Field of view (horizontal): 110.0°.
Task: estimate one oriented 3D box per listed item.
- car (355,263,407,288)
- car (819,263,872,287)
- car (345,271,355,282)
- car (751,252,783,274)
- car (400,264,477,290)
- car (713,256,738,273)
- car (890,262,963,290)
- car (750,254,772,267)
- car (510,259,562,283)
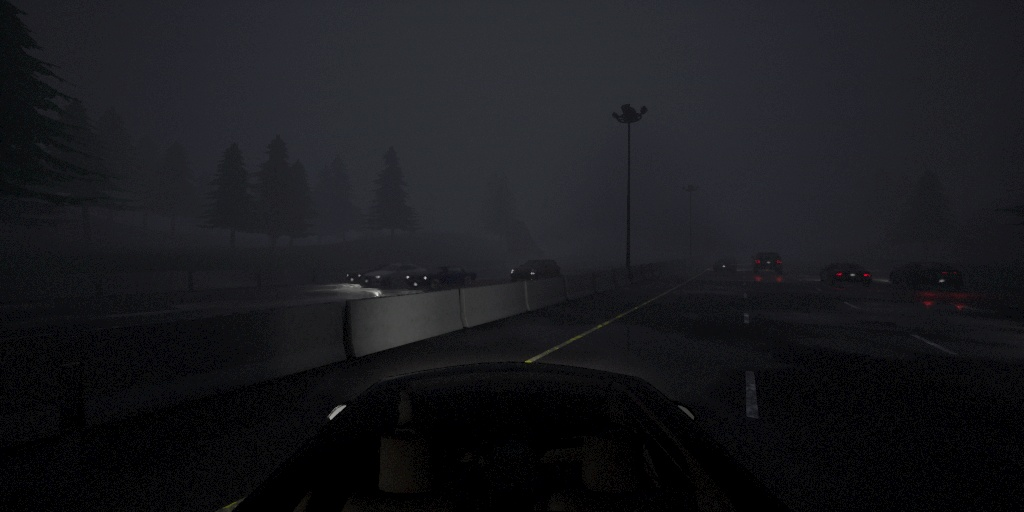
[{"bbox_3d":[-7.589,1.228,23.771,1.812,1.442,4.674,0,0,33],"label":"car"},{"bbox_3d":[21.340,1.128,23.091,2.033,1.411,5.357,0,1,33],"label":"car"},{"bbox_3d":[-9.643,1.237,27.049,2.033,1.411,5.357,0,0,33],"label":"car"},{"bbox_3d":[24.557,0.628,34.558,2.150,2.045,5.566,0,1,33],"label":"car"},{"bbox_3d":[-4.329,1.302,22.371,1.895,1.301,4.718,0,0,33],"label":"car"},{"bbox_3d":[21.989,0.956,37.040,1.994,1.385,4.181,0,1,33],"label":"car"},{"bbox_3d":[24.265,1.077,21.170,2.128,1.511,4.902,0,1,33],"label":"car"},{"bbox_3d":[32.636,0.583,47.108,2.128,1.511,4.902,0,1,32],"label":"car"},{"bbox_3d":[1.740,1.014,25.319,2.097,1.767,4.553,0,1,33],"label":"car"}]
